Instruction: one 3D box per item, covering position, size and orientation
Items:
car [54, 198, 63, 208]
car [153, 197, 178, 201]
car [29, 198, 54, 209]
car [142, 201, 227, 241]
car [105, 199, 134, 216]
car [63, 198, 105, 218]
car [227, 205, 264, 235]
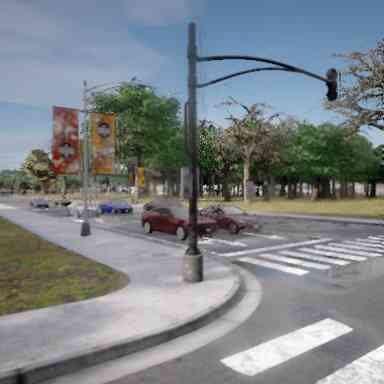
[{"bbox_3d":[-18.210,1.557,47.129,1.895,1.301,4.718,0,0,-36],"label":"car"},{"bbox_3d":[-2.794,1.254,31.273,2.097,1.767,4.553,0,0,-35],"label":"car"},{"bbox_3d":[-20.874,1.510,45.266,2.033,1.411,5.357,0,0,-36],"label":"car"},{"bbox_3d":[-0.750,1.429,16.891,1.882,1.535,5.008,0,0,-37],"label":"car"},{"bbox_3d":[-7.256,1.398,31.606,1.882,1.535,5.008,0,0,-35],"label":"car"},{"bbox_3d":[-9.588,1.464,29.258,1.812,1.442,4.674,0,0,-35],"label":"car"},{"bbox_3d":[1.935,1.459,18.721,1.812,1.442,4.674,0,0,-34],"label":"car"}]
